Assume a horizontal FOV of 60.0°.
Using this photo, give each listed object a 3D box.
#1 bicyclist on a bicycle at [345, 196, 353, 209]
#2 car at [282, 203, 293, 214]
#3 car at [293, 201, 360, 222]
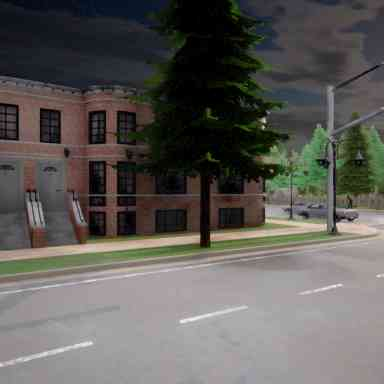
[{"bbox_3d":[19.240,1.301,40.664,1.656,1.620,0.582,0,0,-31],"label":"bicyclist on a bicycle"},{"bbox_3d":[11.192,1.601,32.718,1.895,1.301,4.718,0,0,-31],"label":"car"},{"bbox_3d":[10.759,1.601,26.583,1.895,1.301,4.718,0,0,-31],"label":"car"}]
